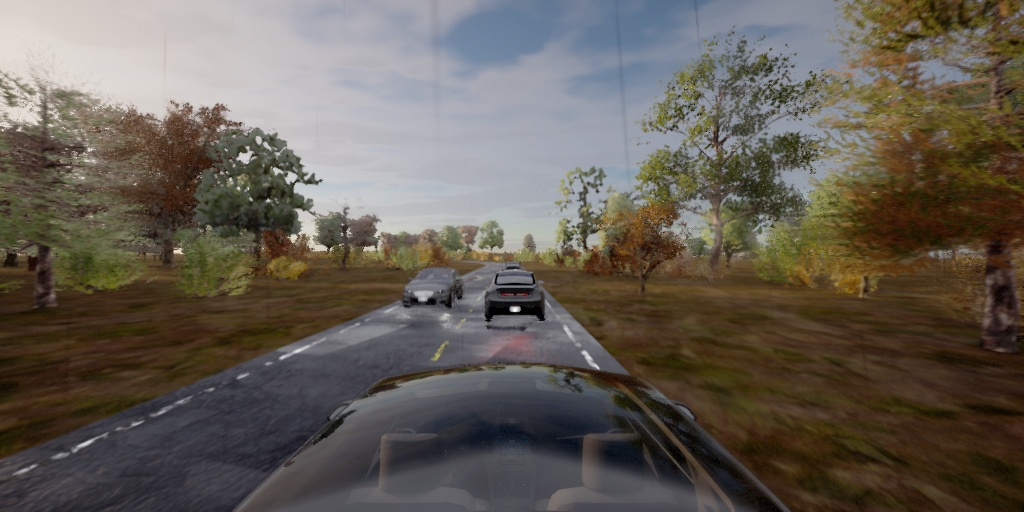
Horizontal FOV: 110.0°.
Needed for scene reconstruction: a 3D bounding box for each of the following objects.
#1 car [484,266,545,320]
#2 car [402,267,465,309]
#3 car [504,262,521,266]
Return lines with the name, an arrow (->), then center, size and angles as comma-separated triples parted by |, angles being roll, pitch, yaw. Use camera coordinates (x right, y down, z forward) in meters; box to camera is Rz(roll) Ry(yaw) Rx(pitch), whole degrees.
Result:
car -> 0.082, 1.258, 12.553 | 1.837, 1.490, 4.892 | 0, 0, 0
car -> -3.124, 1.245, 15.034 | 2.128, 1.511, 4.902 | 0, 0, 0
car -> 0.050, 1.263, 30.651 | 1.837, 1.490, 4.892 | 0, 0, 0
